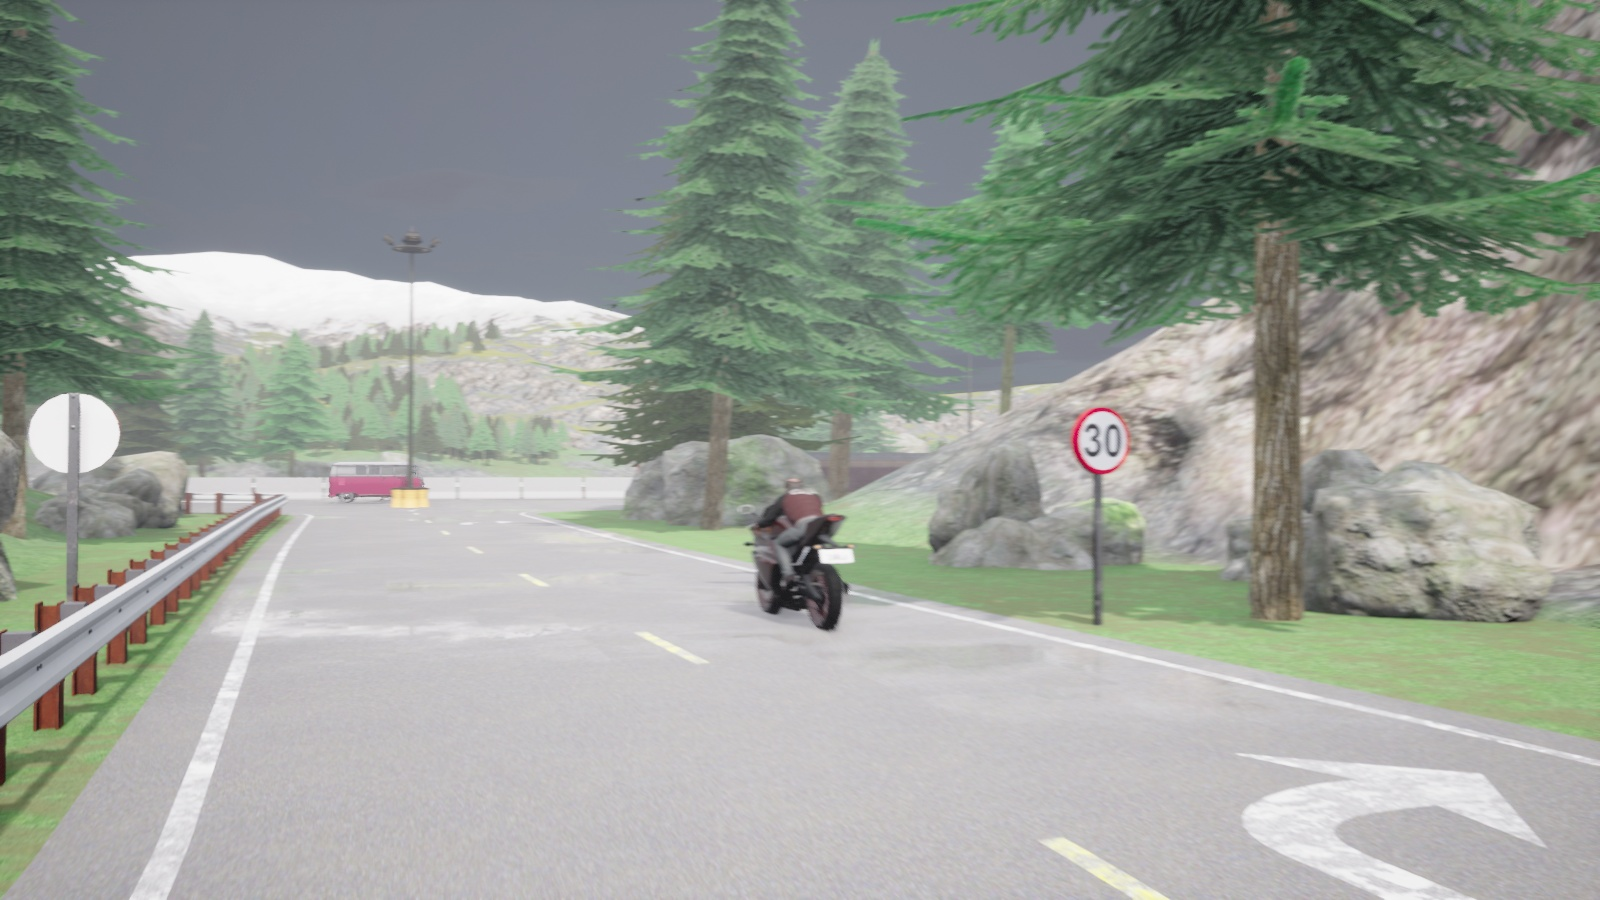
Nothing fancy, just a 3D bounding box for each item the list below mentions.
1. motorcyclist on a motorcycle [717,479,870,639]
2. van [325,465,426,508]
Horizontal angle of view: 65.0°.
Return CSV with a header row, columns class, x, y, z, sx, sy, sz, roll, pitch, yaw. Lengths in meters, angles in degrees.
class,x,y,z,sx,sy,sz,roll,pitch,yaw
motorcyclist on a motorcycle,-0.123,1.074,13.287,0.866,1.530,2.191,0,-1,-22
van,-20.060,1.701,59.370,4.442,1.987,1.775,0,-1,-19
